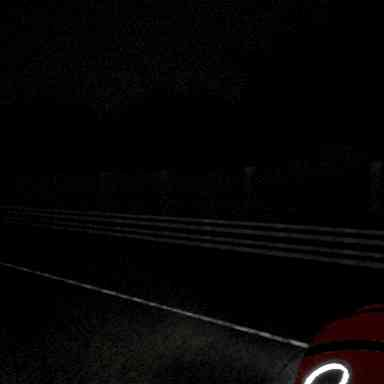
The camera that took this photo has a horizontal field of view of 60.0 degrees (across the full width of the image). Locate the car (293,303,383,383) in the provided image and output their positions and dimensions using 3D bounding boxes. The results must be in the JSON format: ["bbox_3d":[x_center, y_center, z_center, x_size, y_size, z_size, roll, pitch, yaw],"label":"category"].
[{"bbox_3d":[2.919,1.363,1.909,4.553,1.767,2.097,1,0,36],"label":"car"}]
